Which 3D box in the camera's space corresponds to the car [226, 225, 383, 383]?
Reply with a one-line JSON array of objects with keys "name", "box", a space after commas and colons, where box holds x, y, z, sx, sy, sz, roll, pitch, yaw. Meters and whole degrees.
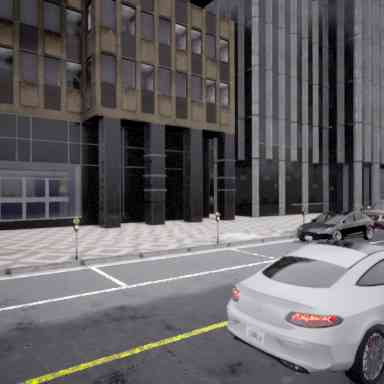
[{"name": "car", "box": [2.625, 1.525, 5.305, 4.674, 1.442, 1.812, 0, 0, -35]}]

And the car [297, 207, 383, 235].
[{"name": "car", "box": [6.687, 1.565, 15.285, 4.313, 1.339, 1.947, 0, 0, -35]}]

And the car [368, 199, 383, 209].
[{"name": "car", "box": [11.275, 1.314, 18.559, 5.009, 1.841, 2.192, 0, 0, -35]}]
